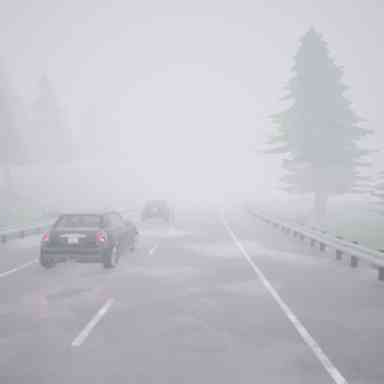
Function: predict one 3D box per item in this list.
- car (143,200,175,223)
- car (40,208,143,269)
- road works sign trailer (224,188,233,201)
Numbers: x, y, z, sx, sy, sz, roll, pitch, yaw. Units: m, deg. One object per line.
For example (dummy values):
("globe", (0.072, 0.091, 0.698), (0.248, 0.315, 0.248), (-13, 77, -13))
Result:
("car", (-2.602, 1.380, 26.351), (2.097, 1.767, 4.553), (0, 0, 4))
("car", (-3.227, 1.362, 11.355), (2.097, 1.767, 4.553), (0, 0, 2))
("road works sign trailer", (9.521, 0.582, 86.340), (2.380, 3.560, 2.880), (0, 0, 14))
